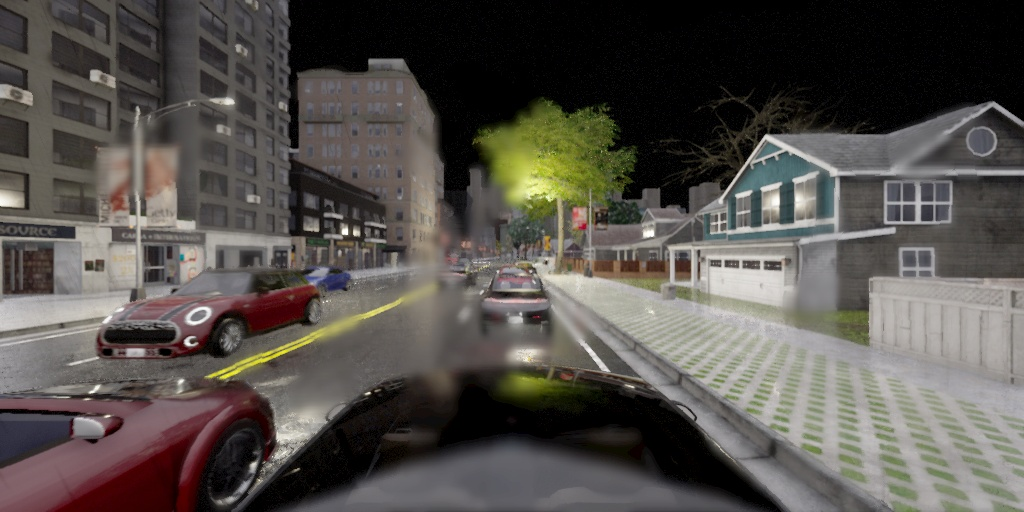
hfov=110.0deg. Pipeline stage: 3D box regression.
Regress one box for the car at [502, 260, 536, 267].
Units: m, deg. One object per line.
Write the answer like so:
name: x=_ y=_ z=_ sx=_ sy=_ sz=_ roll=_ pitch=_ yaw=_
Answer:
car: x=0.130 y=1.209 z=19.973 sx=1.882 sy=1.535 sz=5.008 roll=0 pitch=0 yaw=0

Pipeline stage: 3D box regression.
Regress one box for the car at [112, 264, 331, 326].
car: x=-6.587 y=1.096 z=8.523 sx=2.097 sy=1.767 sz=4.553 roll=0 pitch=0 yaw=0

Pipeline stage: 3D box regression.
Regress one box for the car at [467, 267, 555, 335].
car: x=0.117 y=1.235 z=10.470 sx=2.128 sy=1.511 sz=4.902 roll=0 pitch=0 yaw=0

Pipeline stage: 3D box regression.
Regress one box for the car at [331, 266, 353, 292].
car: x=-9.821 y=1.260 z=18.366 sx=1.812 sy=1.442 sz=4.674 roll=0 pitch=0 yaw=0

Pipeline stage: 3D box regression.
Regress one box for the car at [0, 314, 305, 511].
car: x=-3.148 y=1.314 z=1.577 sx=1.994 sy=1.385 sz=4.181 roll=0 pitch=0 yaw=0

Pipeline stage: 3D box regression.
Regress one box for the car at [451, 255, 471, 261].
car: x=-6.523 y=1.032 z=48.502 sx=2.097 sy=1.767 sz=4.553 roll=0 pitch=0 yaw=0

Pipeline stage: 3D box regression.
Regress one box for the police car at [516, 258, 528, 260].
police car: x=1.020 y=1.141 z=29.702 sx=1.930 sy=1.638 sz=5.238 roll=0 pitch=0 yaw=0

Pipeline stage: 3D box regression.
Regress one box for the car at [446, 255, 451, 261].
car: x=-9.735 y=0.881 z=59.822 sx=2.150 sy=2.045 sz=5.566 roll=0 pitch=0 yaw=1

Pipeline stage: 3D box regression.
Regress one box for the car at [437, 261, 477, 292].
car: x=-3.119 y=1.219 z=21.214 sx=2.128 sy=1.511 sz=4.902 roll=0 pitch=0 yaw=0
